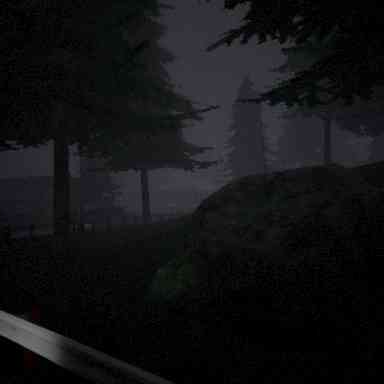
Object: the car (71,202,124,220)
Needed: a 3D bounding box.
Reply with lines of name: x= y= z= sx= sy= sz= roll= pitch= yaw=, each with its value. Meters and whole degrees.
car: x=-8.048 y=1.674 z=28.404 sx=1.882 sy=1.535 sz=5.008 roll=-1 pitch=0 yaw=34
